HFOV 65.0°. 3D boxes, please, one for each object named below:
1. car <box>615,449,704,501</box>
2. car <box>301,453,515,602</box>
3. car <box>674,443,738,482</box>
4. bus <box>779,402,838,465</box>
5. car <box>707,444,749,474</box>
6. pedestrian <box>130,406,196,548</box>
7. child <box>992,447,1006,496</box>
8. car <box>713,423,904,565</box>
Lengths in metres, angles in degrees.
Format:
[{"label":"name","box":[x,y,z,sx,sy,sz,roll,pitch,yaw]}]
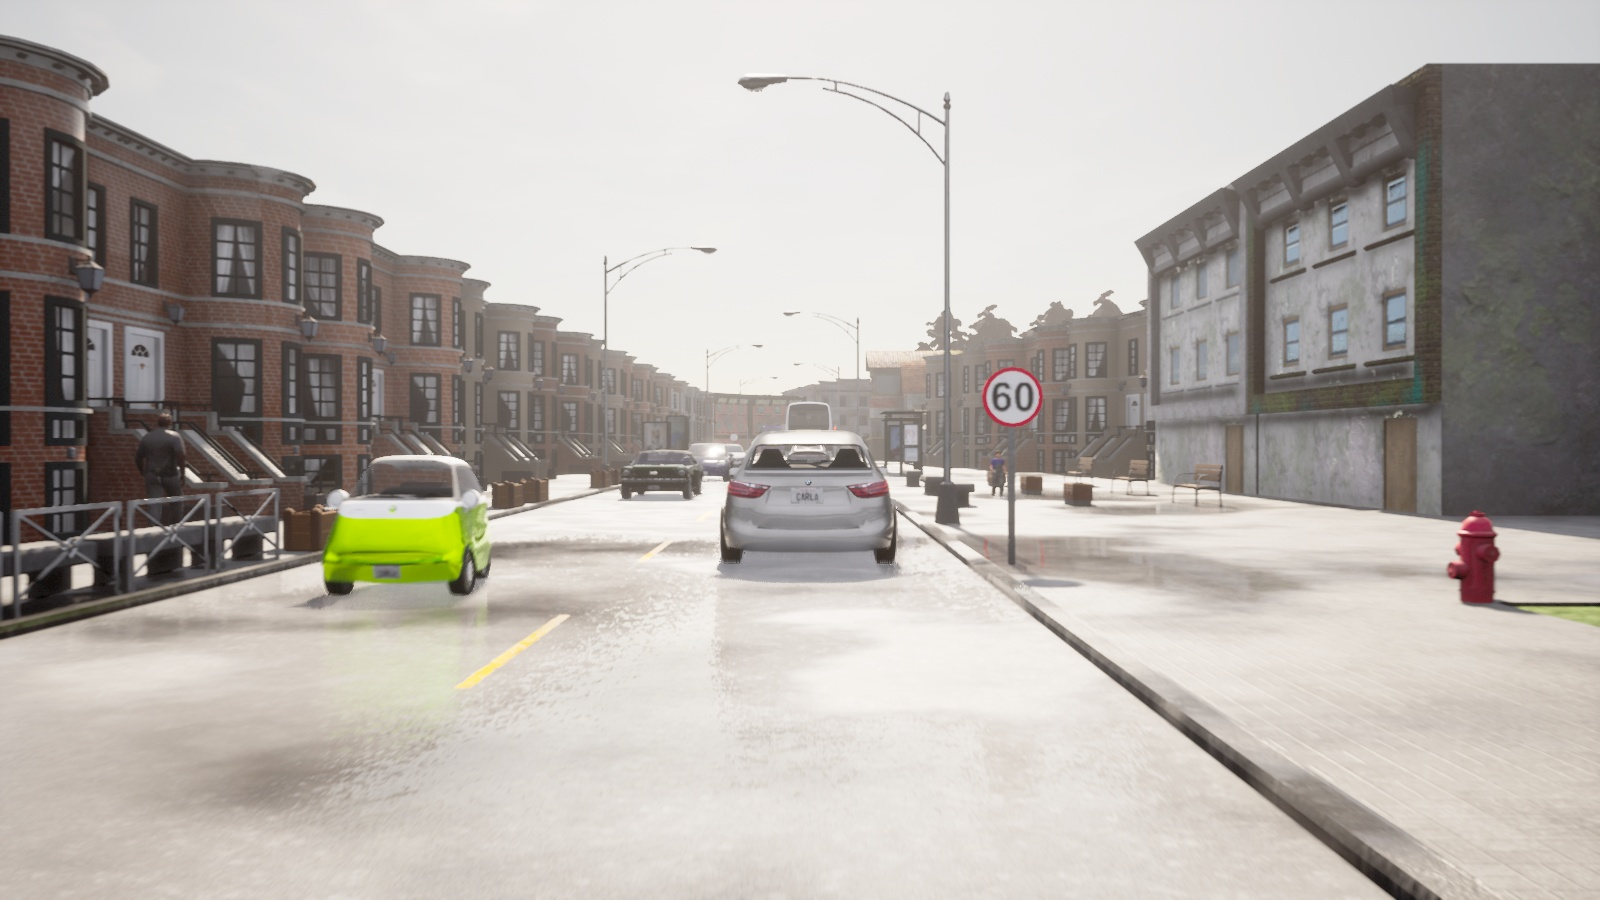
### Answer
[{"label":"car","box":[-3.781,0.649,34.621,1.895,1.301,4.718,0,0,0]},{"label":"car","box":[-3.911,0.726,12.824,1.481,1.376,2.207,0,0,0]},{"label":"car","box":[-3.669,0.462,49.888,2.163,1.488,4.792,0,0,0]},{"label":"bus","box":[0.625,-1.133,89.449,3.944,4.253,10.273,0,0,0]},{"label":"car","box":[-3.571,0.413,63.194,1.812,1.442,4.674,0,0,0]},{"label":"pedestrian","box":[-8.686,0.353,17.140,0.563,1.883,0.849,0,0,-9]},{"label":"child","box":[5.131,0.557,32.462,0.270,1.263,0.437,0,0,-3]},{"label":"car","box":[0.112,0.497,17.072,2.242,1.667,4.611,0,1,0]}]
